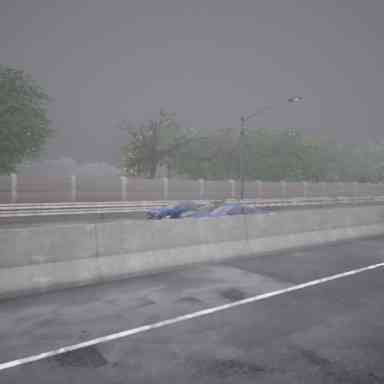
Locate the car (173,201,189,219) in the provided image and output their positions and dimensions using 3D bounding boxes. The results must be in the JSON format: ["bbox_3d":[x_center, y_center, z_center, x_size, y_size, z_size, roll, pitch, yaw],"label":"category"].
[{"bbox_3d":[1.428,1.455,22.208,4.892,1.490,1.837,0,0,-35],"label":"car"}]

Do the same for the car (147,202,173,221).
[{"bbox_3d":[-0.970,1.429,24.797,5.008,1.535,1.882,0,0,-35],"label":"car"}]

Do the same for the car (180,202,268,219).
[{"bbox_3d":[2.070,1.433,18.367,5.008,1.535,1.882,0,0,-35],"label":"car"}]
